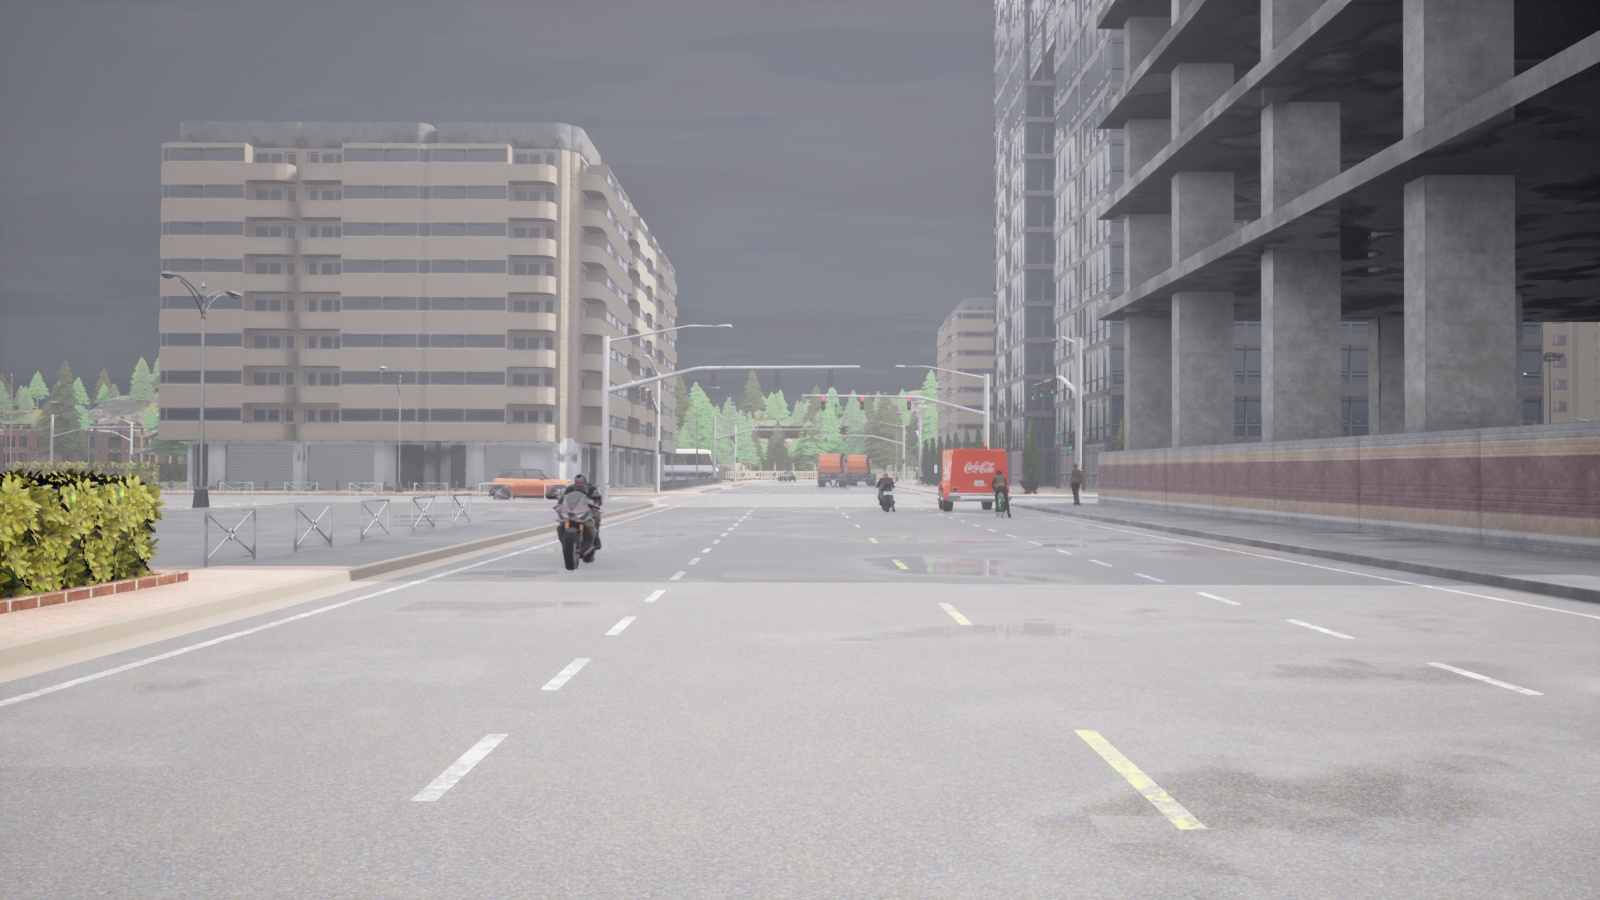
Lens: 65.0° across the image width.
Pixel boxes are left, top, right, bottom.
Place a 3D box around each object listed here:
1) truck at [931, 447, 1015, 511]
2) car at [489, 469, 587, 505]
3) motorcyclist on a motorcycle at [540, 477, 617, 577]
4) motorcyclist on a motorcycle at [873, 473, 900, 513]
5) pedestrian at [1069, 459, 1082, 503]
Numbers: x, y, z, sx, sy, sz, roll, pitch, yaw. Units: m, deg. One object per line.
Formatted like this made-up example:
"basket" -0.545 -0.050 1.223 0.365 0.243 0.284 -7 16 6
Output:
"truck" 6.864 1.149 50.559 2.627 2.467 5.204 0 -1 0
"car" -13.289 1.854 63.893 4.553 1.767 2.097 0 -1 0
"motorcyclist on a motorcycle" -3.554 1.206 20.371 0.866 1.530 2.191 0 -1 0
"motorcyclist on a motorcycle" 3.369 1.659 49.014 0.866 1.530 2.191 0 -1 0
"pedestrian" 11.734 1.322 53.470 0.331 1.846 0.634 0 -1 -5
